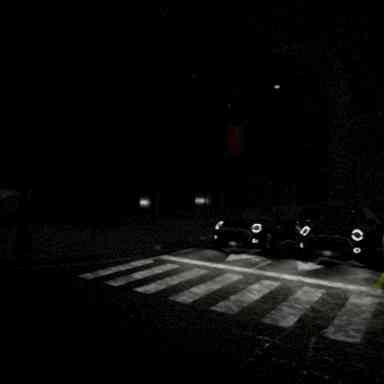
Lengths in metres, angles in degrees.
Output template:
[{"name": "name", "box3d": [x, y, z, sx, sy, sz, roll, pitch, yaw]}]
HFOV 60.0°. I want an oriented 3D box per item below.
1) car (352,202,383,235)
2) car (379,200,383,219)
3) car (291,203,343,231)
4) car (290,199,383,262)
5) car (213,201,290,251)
[{"name": "car", "box3d": [10.744, 1.408, 19.192, 1.837, 1.490, 4.892, 0, 0, 36]}, {"name": "car", "box3d": [16.852, 1.389, 27.489, 1.812, 1.442, 4.674, 0, 0, 37]}, {"name": "car", "box3d": [7.904, 1.455, 20.827, 1.994, 1.385, 4.181, 0, 0, 36]}, {"name": "car", "box3d": [5.477, 1.288, 12.031, 2.097, 1.767, 4.553, 0, 0, 36]}, {"name": "car", "box3d": [2.786, 1.275, 13.861, 2.097, 1.767, 4.553, 0, 0, 36]}]
